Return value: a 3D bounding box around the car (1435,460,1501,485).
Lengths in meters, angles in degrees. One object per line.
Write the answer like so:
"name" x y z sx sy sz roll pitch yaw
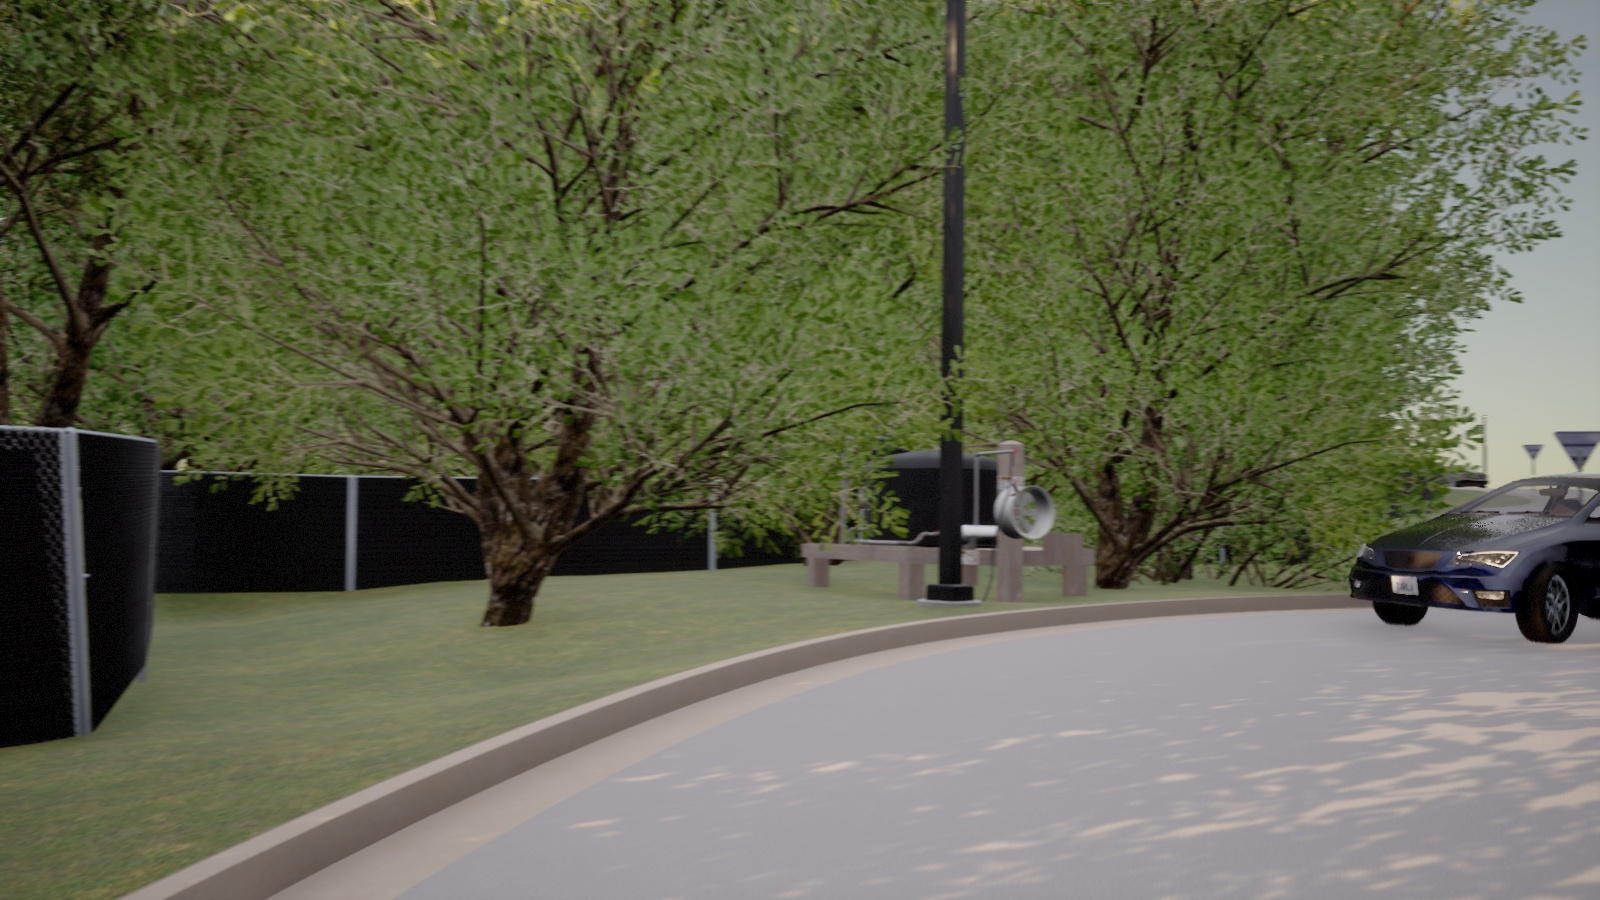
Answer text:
"car" 43.046 1.493 81.063 2.033 1.411 5.357 2 -2 8

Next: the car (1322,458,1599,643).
"car" 7.166 0.886 11.654 4.193 1.474 1.816 2 -3 -22
